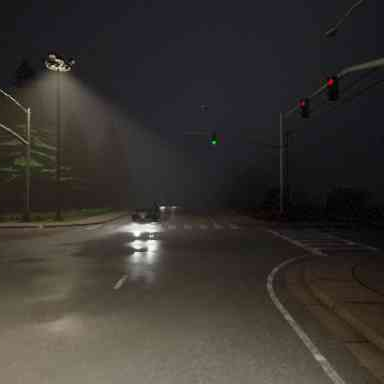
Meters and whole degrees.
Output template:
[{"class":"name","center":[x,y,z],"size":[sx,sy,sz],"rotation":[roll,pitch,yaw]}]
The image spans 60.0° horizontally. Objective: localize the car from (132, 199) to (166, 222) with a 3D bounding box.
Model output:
[{"class":"car","center":[-3.583,1.526,26.682],"size":[2.128,1.511,4.902],"rotation":[0,0,0]}]

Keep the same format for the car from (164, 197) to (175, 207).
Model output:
[{"class":"car","center":[-3.664,1.542,52.269],"size":[1.837,1.490,4.892],"rotation":[0,0,0]}]
